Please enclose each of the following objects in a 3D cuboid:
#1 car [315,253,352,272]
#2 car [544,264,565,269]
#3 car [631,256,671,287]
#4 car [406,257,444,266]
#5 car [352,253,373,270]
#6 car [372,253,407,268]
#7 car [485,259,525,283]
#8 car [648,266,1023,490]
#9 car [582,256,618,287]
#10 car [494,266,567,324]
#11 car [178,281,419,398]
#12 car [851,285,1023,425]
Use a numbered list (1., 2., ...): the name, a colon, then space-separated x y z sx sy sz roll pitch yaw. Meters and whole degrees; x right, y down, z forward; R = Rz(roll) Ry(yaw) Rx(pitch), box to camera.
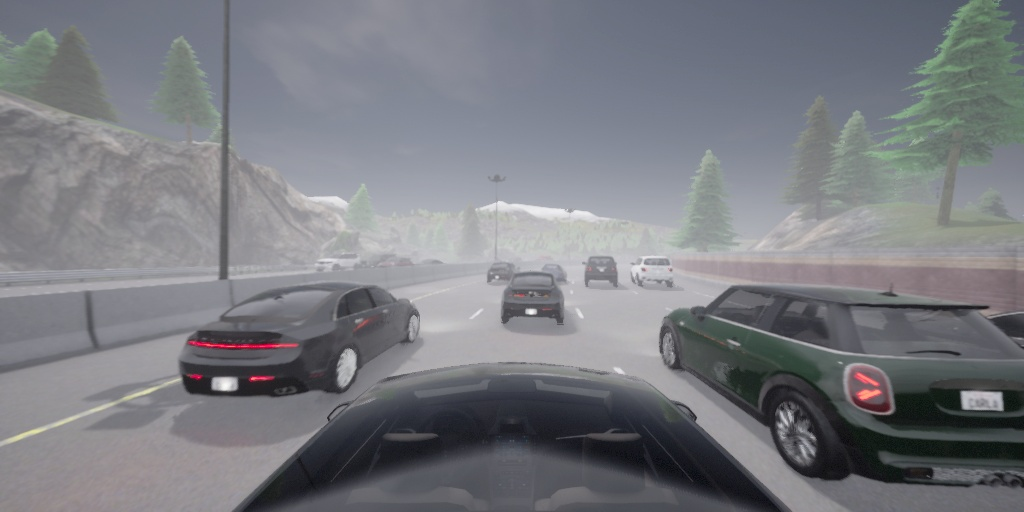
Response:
1. car: -19.267 0.670 40.145 2.150 2.045 5.566 1 0 15
2. car: 3.106 1.301 27.452 1.994 1.385 4.181 1 0 12
3. car: 9.774 1.042 25.321 2.150 2.045 5.566 1 0 12
4. car: -8.881 1.080 38.272 1.837 1.490 4.892 1 0 15
5. car: -15.293 0.717 41.374 2.150 2.045 5.566 1 0 16
6. car: -12.431 0.884 38.519 2.097 1.767 4.553 1 0 15
7. car: -0.552 1.200 27.054 1.837 1.490 4.892 1 0 11
8. car: 3.736 1.139 4.899 2.097 1.767 4.553 1 0 3
9. car: 6.226 1.000 25.448 2.150 2.045 5.566 1 0 11
10. car: 0.735 1.244 11.996 1.837 1.490 4.892 0 0 5
11. car: -3.188 1.210 6.572 1.837 1.490 4.892 1 1 3
12. car: 7.201 1.337 4.261 1.837 1.490 4.892 1 1 3
